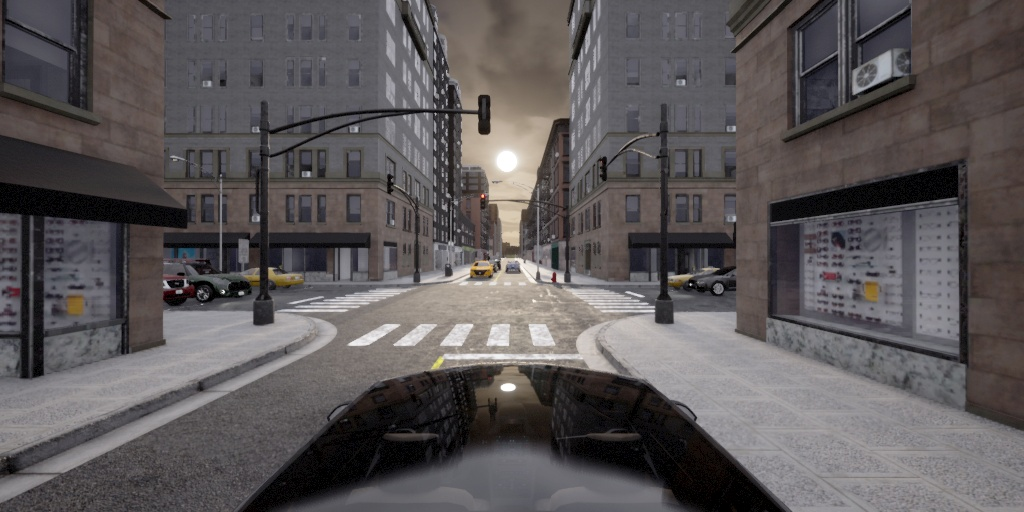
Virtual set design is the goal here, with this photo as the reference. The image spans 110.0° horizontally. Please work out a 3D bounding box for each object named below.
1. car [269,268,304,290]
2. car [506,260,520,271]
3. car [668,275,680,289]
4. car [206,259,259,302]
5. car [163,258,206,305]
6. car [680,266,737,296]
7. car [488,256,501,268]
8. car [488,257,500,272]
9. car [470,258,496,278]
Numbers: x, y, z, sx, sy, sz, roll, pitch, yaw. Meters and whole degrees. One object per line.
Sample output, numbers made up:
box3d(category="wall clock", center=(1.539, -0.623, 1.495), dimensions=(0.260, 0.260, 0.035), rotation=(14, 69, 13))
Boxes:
box3d(category="car", center=(-15.234, 1.279, 21.575), dimensions=(4.829, 1.417, 1.751), rotation=(0, 0, 0))
box3d(category="car", center=(0.137, 1.284, 47.809), dimensions=(2.033, 1.411, 5.357), rotation=(0, 0, 0))
box3d(category="car", center=(11.649, 1.304, 21.516), dimensions=(4.829, 1.417, 1.751), rotation=(0, 0, 0))
box3d(category="car", center=(-14.378, 1.084, 16.089), dimensions=(4.553, 1.767, 2.097), rotation=(0, 0, 0))
box3d(category="car", center=(-15.090, 1.035, 13.549), dimensions=(5.009, 1.841, 2.192), rotation=(0, 0, 0))
box3d(category="car", center=(11.913, 1.273, 18.970), dimensions=(4.892, 1.490, 1.837), rotation=(0, 0, 1))
box3d(category="car", center=(-2.801, 0.953, 54.896), dimensions=(2.150, 2.045, 5.566), rotation=(0, 0, 0))
box3d(category="car", center=(-2.815, 1.244, 44.303), dimensions=(1.837, 1.490, 4.892), rotation=(0, 0, 0))
box3d(category="car", center=(-2.821, 1.222, 33.900), dimensions=(1.882, 1.535, 5.008), rotation=(0, 0, 0))
